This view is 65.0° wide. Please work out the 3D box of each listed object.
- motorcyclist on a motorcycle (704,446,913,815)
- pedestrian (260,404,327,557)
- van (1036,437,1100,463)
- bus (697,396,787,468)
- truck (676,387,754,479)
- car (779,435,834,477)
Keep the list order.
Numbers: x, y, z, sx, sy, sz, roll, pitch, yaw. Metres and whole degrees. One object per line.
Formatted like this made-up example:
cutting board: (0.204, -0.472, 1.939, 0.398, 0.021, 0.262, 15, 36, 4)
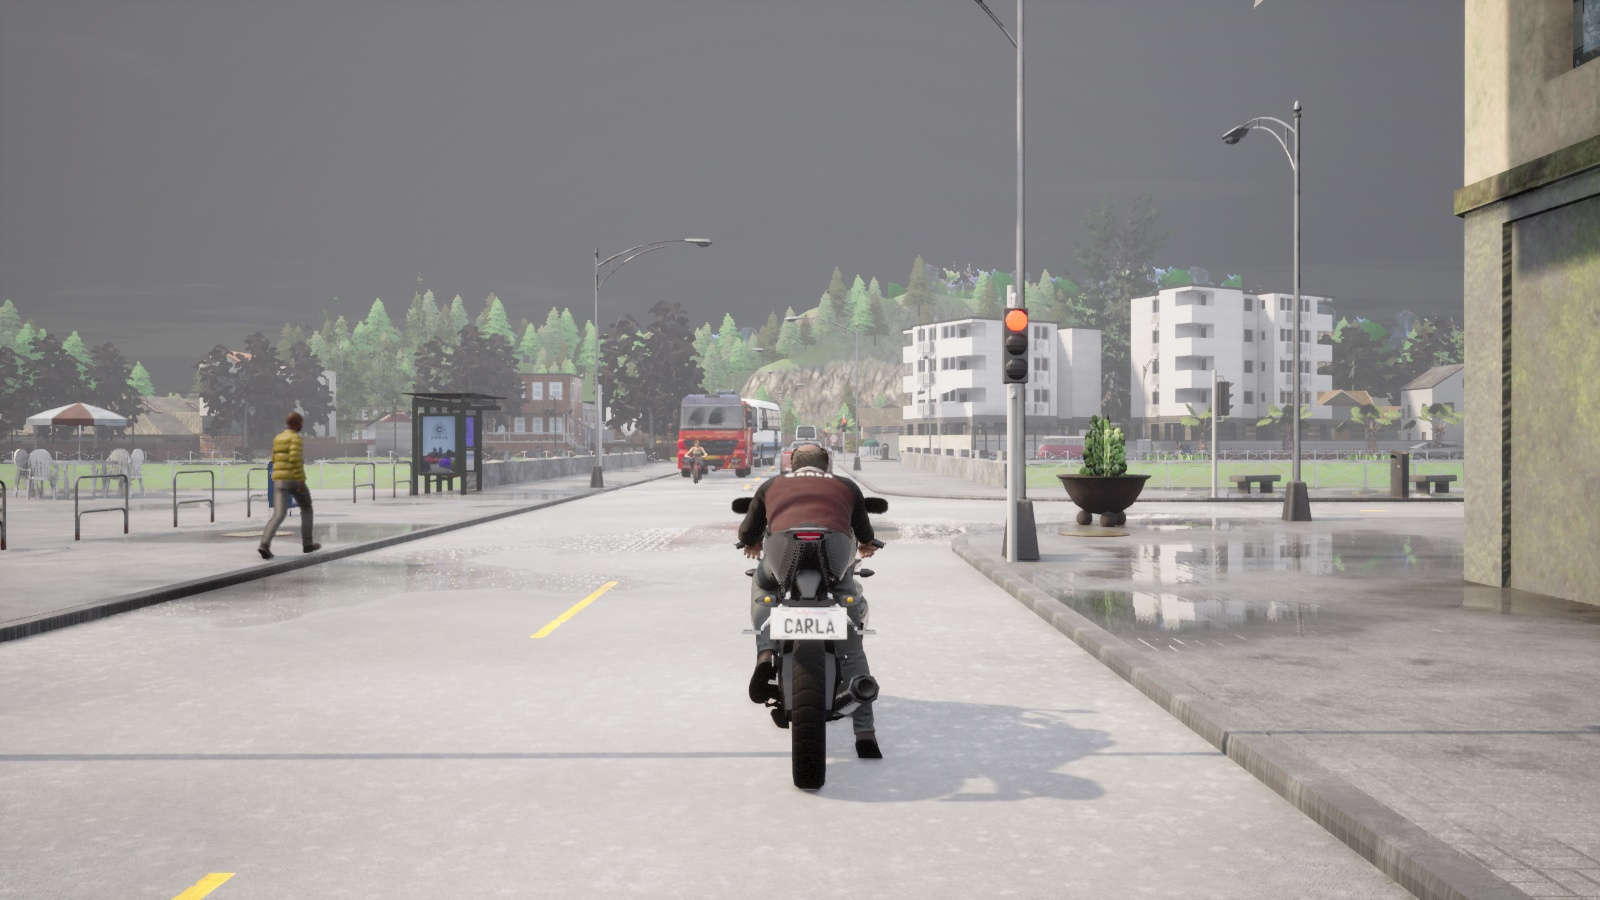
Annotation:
motorcyclist on a motorcycle: (0.047, 0.746, 6.323, 0.866, 1.530, 2.191, 0, 0, 1)
pedestrian: (-6.228, 0.364, 15.456, 0.370, 1.835, 0.726, 0, 0, 22)
van: (20.241, -0.021, 95.067, 4.442, 1.987, 1.775, 0, 0, 0)
bus: (-3.520, -1.084, 79.952, 3.944, 4.253, 10.273, 0, 0, 7)
truck: (-3.706, -0.739, 56.550, 2.891, 3.827, 8.468, 0, 0, 0)
car: (0.271, 0.230, 52.358, 2.152, 1.651, 5.027, 0, 0, 0)
